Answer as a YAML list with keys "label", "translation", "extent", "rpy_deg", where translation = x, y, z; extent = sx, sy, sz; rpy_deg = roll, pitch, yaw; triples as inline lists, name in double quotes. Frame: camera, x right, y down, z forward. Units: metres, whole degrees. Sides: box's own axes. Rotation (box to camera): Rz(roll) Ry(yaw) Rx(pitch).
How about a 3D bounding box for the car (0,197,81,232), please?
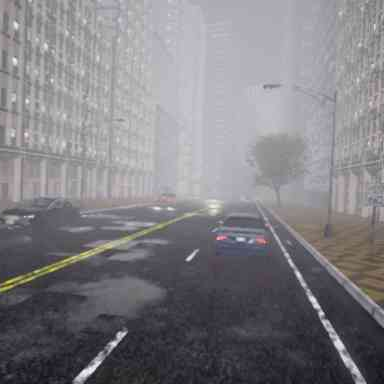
- label: "car"
  translation: [-7.365, 1.024, 16.679]
  extent: [2.128, 1.511, 4.902]
  rpy_deg: [3, 1, 10]

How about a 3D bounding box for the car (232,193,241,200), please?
- label: "car"
  translation: [11.329, 1.200, 85.948]
  extent: [1.837, 1.490, 4.892]
  rpy_deg: [3, 1, 10]

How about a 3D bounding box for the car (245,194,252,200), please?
- label: "car"
  translation: [14.584, 1.405, 85.731]
  extent: [1.994, 1.385, 4.181]
  rpy_deg: [3, 1, 10]

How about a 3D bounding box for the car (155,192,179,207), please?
- label: "car"
  translation: [-3.049, 0.846, 41.025]
  extent: [2.097, 1.767, 4.553]
  rpy_deg: [3, 1, 10]

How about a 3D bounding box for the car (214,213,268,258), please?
- label: "car"
  translation: [1.951, 1.522, 12.826]
  extent: [2.033, 1.411, 5.357]
  rpy_deg: [3, 1, 10]
